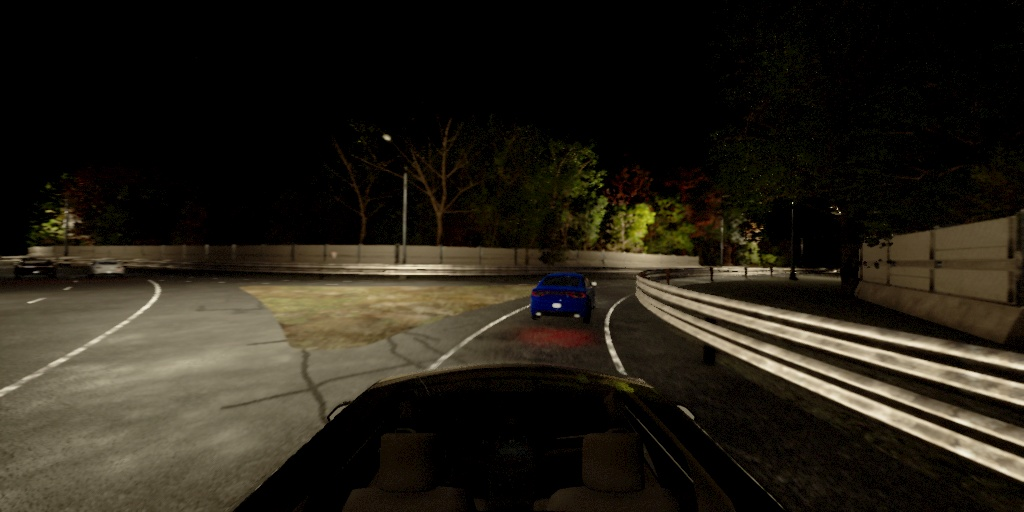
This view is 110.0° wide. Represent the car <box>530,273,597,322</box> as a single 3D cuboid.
[{"bbox_3d":[2.003,1.357,13.077,1.882,1.535,5.008,0,-1,16],"label":"car"}]

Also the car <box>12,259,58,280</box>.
[{"bbox_3d":[-35.915,0.939,27.048,4.902,1.511,2.128,0,-1,37],"label":"car"}]

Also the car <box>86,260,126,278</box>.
[{"bbox_3d":[-33.469,1.032,29.582,4.674,1.442,1.812,0,-1,37],"label":"car"}]
